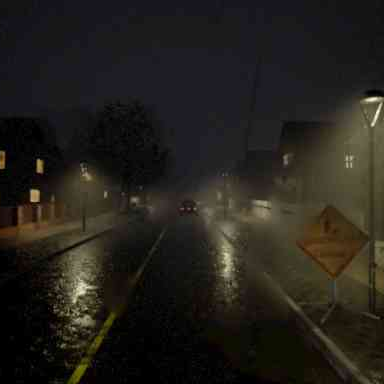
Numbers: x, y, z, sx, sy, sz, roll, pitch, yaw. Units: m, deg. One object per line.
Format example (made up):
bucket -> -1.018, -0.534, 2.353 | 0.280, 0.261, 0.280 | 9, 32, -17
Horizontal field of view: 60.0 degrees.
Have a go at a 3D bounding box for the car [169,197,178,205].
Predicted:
car -> -3.632, 1.831, 68.893 | 2.033, 1.411, 5.357 | 0, 0, -1

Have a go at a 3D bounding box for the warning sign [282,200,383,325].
warning sign -> 2.412, 1.114, 5.716 | 1.300, 1.860, 1.060 | -3, -3, -1

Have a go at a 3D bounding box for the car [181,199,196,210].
car -> -0.494, 1.677, 46.622 | 2.033, 1.411, 5.357 | 0, 0, -1

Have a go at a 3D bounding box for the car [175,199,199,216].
car -> -0.320, 1.614, 33.232 | 2.033, 1.411, 5.357 | 0, 0, -1
